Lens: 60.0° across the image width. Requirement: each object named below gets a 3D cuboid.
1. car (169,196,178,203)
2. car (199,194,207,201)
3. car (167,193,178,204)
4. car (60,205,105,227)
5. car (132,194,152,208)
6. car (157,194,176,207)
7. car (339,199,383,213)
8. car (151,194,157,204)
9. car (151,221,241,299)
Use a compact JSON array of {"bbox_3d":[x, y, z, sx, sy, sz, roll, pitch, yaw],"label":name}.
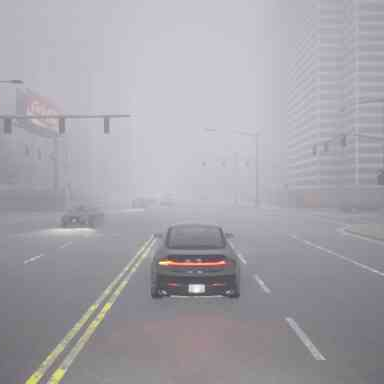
[{"bbox_3d":[-3.967,1.591,72.174,1.895,1.301,4.718,0,0,0],"label":"car"},{"bbox_3d":[2.924,1.351,88.718,2.097,1.767,4.553,0,0,0],"label":"car"},{"bbox_3d":[-3.957,1.220,62.013,2.150,2.045,5.566,0,0,0],"label":"car"},{"bbox_3d":[-7.239,1.560,22.392,1.994,1.385,4.181,0,0,0],"label":"car"},{"bbox_3d":[-7.409,1.488,47.741,2.128,1.511,4.902,0,0,0],"label":"car"},{"bbox_3d":[-3.911,1.523,51.719,1.812,1.442,4.674,0,0,0],"label":"car"},{"bbox_3d":[18.448,1.476,35.673,5.008,1.535,1.882,0,0,-1],"label":"car"},{"bbox_3d":[-7.457,1.597,61.297,1.895,1.301,4.718,0,0,0],"label":"car"},{"bbox_3d":[0.056,1.504,8.462,1.837,1.490,4.892,0,0,-1],"label":"car"}]
